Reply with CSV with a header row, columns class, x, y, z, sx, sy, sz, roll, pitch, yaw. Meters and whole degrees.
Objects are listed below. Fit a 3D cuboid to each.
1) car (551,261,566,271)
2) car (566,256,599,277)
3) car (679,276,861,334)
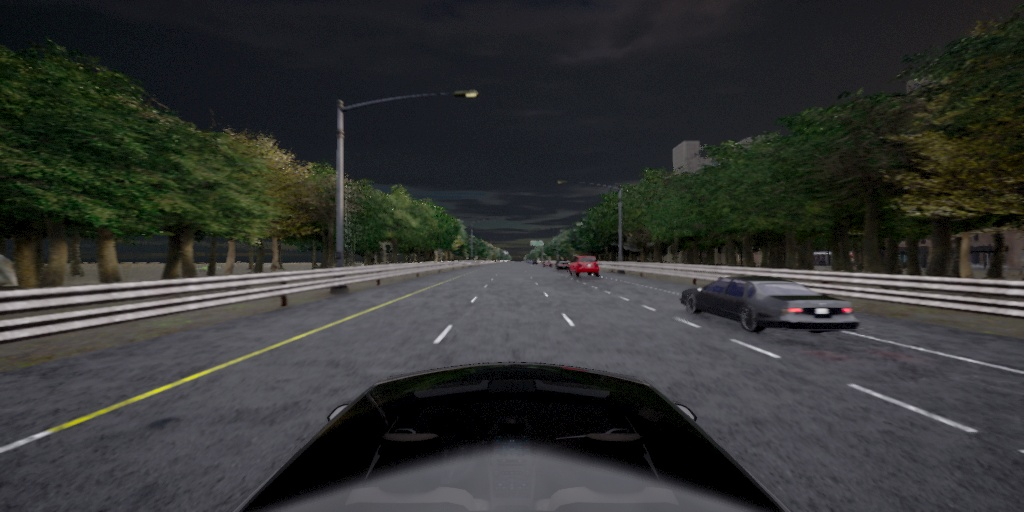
class,x,y,z,sx,sy,sz,roll,pitch,yaw
car,7.120,1.403,51.678,1.837,1.490,4.892,0,-1,0
car,7.052,1.008,35.429,2.150,2.045,5.566,0,0,0
car,7.016,1.298,10.629,2.033,1.411,5.357,0,0,0
